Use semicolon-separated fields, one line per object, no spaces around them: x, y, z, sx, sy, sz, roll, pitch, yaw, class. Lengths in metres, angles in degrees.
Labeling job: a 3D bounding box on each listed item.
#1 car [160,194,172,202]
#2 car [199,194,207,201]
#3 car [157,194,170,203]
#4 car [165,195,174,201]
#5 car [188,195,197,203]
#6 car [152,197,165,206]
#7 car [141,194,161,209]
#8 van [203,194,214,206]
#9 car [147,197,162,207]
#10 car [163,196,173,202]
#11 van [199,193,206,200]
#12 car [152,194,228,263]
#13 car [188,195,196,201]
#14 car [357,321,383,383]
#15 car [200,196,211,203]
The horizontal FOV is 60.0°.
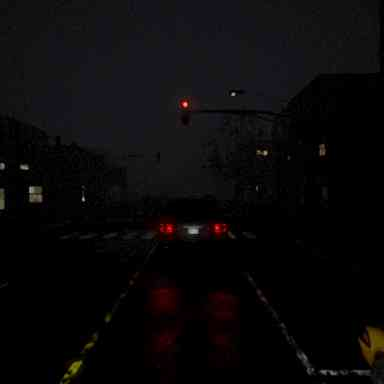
-5.670;1.280;72.959;2.192;1.841;5.009;-1;0;0;car
2.715;1.399;84.044;1.967;1.590;4.097;-1;0;0;car
-5.673;1.283;67.415;2.192;1.841;5.009;-1;0;0;car
-5.664;1.504;84.047;1.887;1.381;4.507;-1;0;0;car
0.023;1.439;71.191;1.882;1.535;5.008;0;0;0;car
-5.674;1.556;56.327;1.802;1.307;4.206;-1;0;0;car
-5.679;1.295;45.239;2.192;1.841;5.009;-1;0;0;car
2.705;1.315;56.324;1.690;1.788;3.998;-1;0;0;van
-5.676;1.521;50.783;1.887;1.381;4.507;-1;0;0;car
-5.666;1.528;78.503;1.947;1.339;4.313;-1;0;0;car
2.716;1.297;89.588;1.690;1.788;3.998;-1;0;0;van
-0.015;1.214;12.024;2.150;2.045;5.566;0;0;-1;car
0.028;1.410;81.641;1.994;1.385;4.181;0;0;0;car
2.688;1.524;1.813;1.752;1.417;4.829;-1;0;0;car
2.711;1.519;67.412;2.008;1.369;4.403;-1;0;0;car
